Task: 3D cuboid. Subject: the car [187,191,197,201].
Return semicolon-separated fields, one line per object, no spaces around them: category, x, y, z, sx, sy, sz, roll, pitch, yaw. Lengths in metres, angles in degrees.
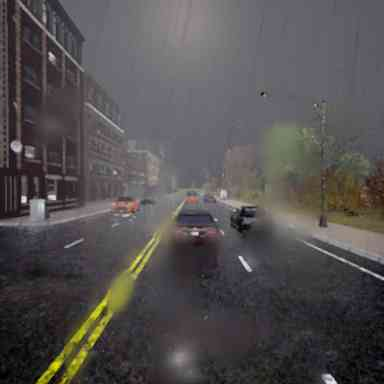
car;0.003;0.755;69.748;2.150;2.045;5.566;0;0;0

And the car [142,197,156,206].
car;-6.577;1.379;50.217;1.895;1.301;4.718;0;0;0

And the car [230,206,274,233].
car;3.348;1.478;19.127;1.994;1.385;4.181;0;0;0

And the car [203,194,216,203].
car;3.253;1.303;59.716;1.994;1.385;4.181;0;0;0

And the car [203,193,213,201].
car;3.253;1.055;69.719;1.812;1.442;4.674;0;0;0

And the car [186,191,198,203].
car;0.003;1.091;59.685;2.097;1.767;4.553;0;0;0

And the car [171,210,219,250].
car;0.106;1.471;13.934;2.033;1.411;5.357;0;0;0

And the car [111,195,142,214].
car;-6.595;1.204;33.099;2.097;1.767;4.553;0;0;0
